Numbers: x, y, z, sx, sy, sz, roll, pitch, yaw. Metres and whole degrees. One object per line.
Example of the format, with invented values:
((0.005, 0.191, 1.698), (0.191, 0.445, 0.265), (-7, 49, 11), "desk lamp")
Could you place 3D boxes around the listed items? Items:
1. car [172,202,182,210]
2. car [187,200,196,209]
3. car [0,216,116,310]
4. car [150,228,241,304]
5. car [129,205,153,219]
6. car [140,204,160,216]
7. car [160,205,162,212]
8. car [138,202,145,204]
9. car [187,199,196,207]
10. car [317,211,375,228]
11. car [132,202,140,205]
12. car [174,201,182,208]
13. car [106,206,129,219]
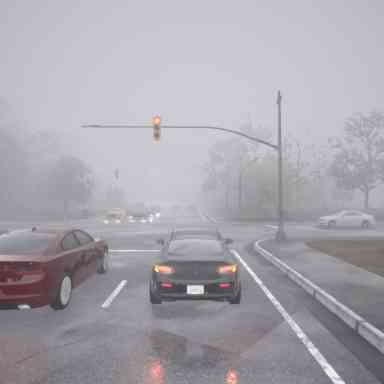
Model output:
((-3.601, 3.342, 76.892), (1.895, 1.301, 4.718), (0, 0, 0), "car")
((-0.102, 3.289, 77.191), (1.994, 1.385, 4.181), (0, 0, 0), "car")
((-3.427, 1.554, 8.037), (1.882, 1.535, 5.008), (0, -1, 0), "car")
((0.070, 1.604, 8.179), (1.812, 1.442, 4.674), (0, -1, 0), "car")
((-7.148, 3.026, 47.091), (1.882, 1.535, 5.008), (0, -2, 1), "car")
((-7.159, 3.245, 56.562), (2.128, 1.511, 4.902), (0, -1, 0), "car")
((-7.109, 3.297, 66.618), (2.128, 1.511, 4.902), (0, 0, 0), "car")
((-10.609, 3.027, 66.477), (2.150, 2.045, 5.566), (0, 0, 0), "car")
((-0.207, 2.877, 86.926), (2.097, 1.767, 4.553), (0, 0, -3), "car")
((13.208, 2.334, 28.622), (4.674, 1.442, 1.812), (0, -2, -1), "car")
((-10.657, 3.095, 55.817), (2.097, 1.767, 4.553), (0, -1, 0), "car")
((-3.715, 3.210, 86.803), (1.812, 1.442, 4.674), (0, 0, -3), "car")
((-10.659, 3.023, 46.957), (1.882, 1.535, 5.008), (0, -2, 0), "car")
